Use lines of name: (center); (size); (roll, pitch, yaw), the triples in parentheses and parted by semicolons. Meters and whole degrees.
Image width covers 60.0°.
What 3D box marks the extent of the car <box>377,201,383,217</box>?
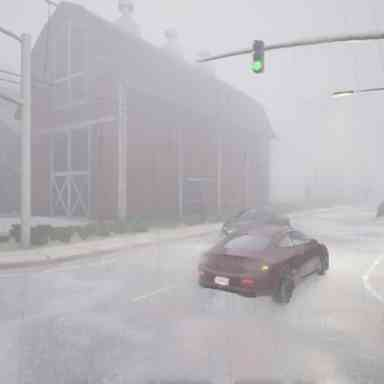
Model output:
car: (18.073, 1.576, 30.179); (1.837, 1.490, 4.892); (0, 0, 36)

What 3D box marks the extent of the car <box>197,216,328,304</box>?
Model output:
car: (1.937, 1.544, 8.214); (1.812, 1.442, 4.674); (0, 0, 36)

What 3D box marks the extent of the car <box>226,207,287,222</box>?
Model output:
car: (3.185, 1.502, 15.994); (1.837, 1.490, 4.892); (0, 0, 36)
